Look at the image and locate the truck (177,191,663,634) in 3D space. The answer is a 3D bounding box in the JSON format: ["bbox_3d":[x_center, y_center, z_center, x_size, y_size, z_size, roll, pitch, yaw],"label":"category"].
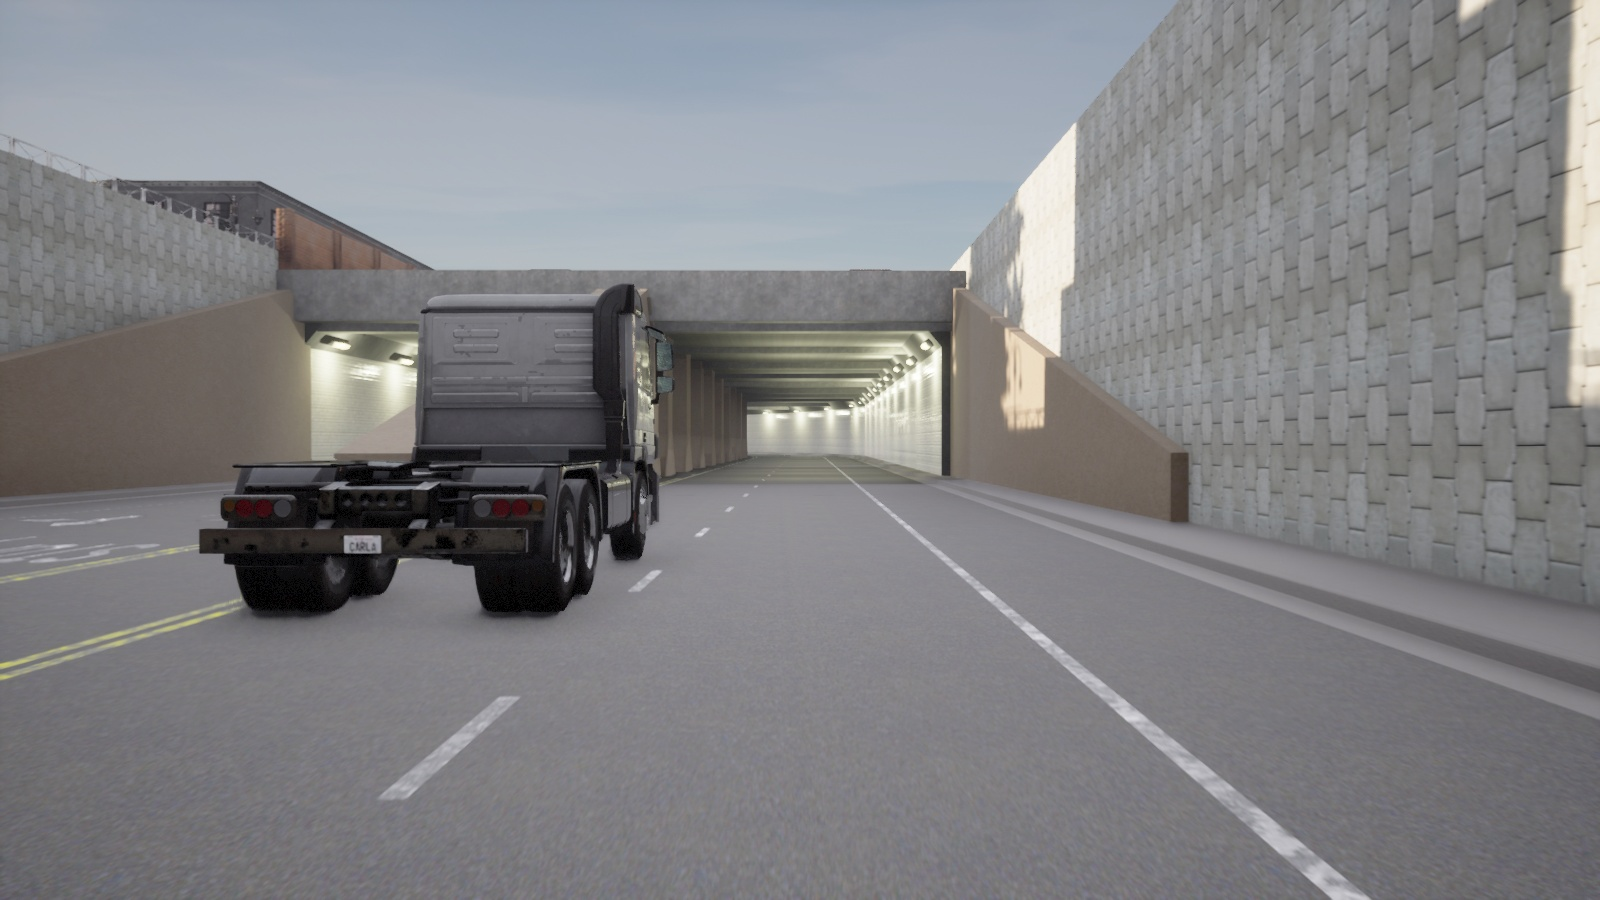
[{"bbox_3d":[-3.407,-0.316,13.788,2.891,3.462,7.936,0,0,0],"label":"truck"}]
